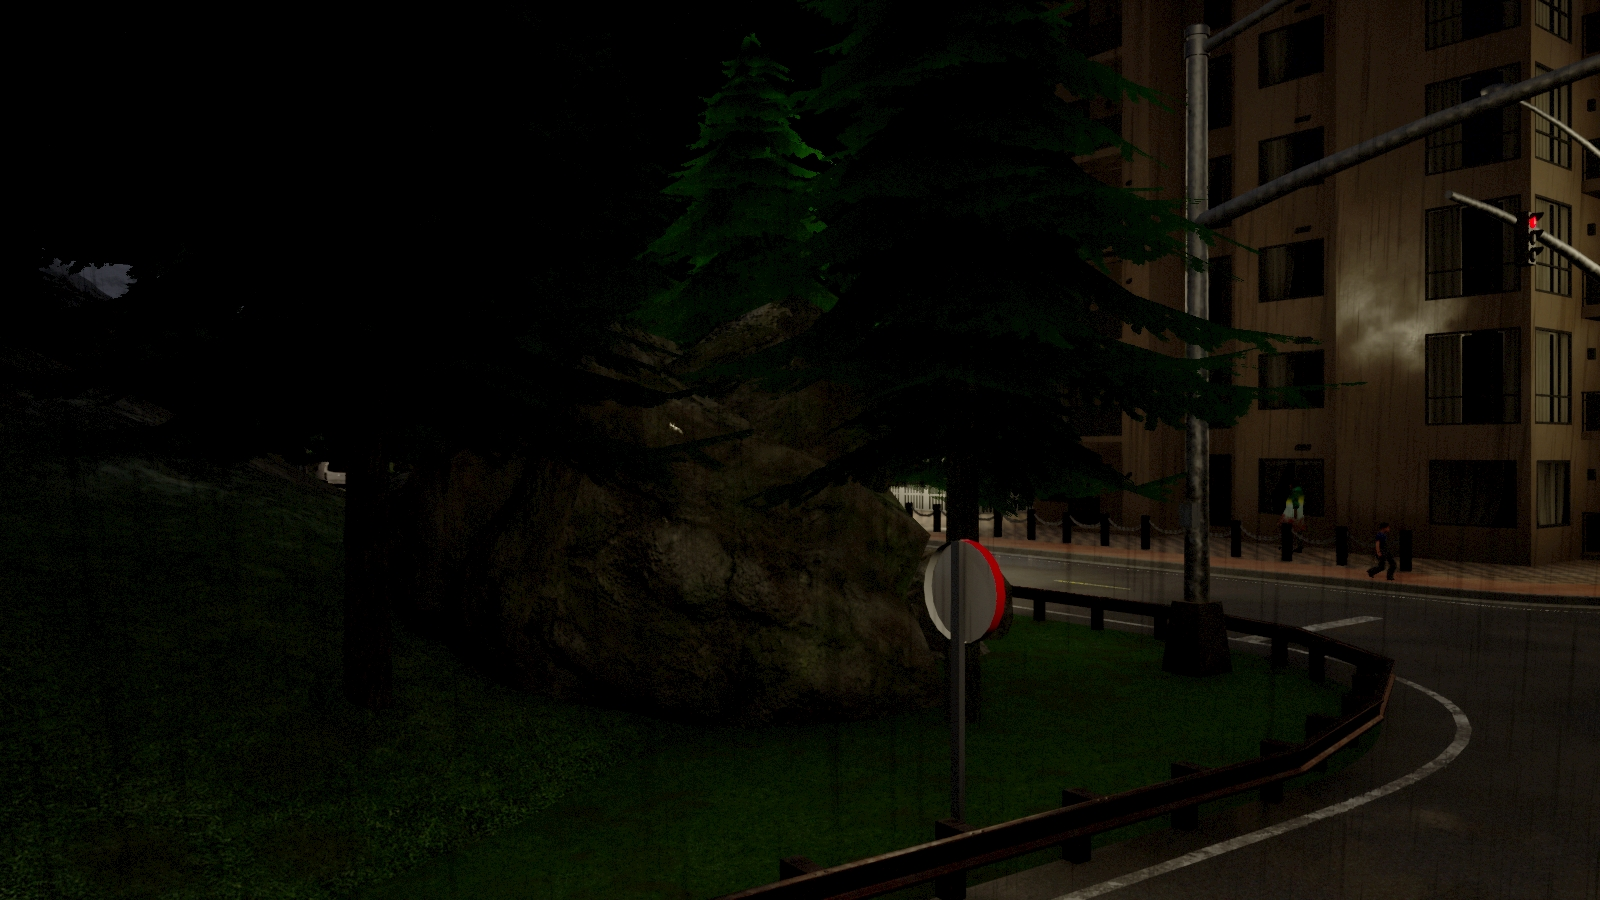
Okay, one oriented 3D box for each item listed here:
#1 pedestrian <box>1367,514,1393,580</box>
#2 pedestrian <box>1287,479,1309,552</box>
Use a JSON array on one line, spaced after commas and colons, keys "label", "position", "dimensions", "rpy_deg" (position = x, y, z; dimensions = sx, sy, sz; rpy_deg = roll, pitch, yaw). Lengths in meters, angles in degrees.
[{"label": "pedestrian", "position": [11.824, 1.974, 23.293], "dimensions": [0.375, 1.300, 0.375], "rpy_deg": [0, 0, -41]}, {"label": "pedestrian", "position": [12.795, 1.677, 29.340], "dimensions": [0.375, 1.860, 0.375], "rpy_deg": [0, 0, -37]}]
